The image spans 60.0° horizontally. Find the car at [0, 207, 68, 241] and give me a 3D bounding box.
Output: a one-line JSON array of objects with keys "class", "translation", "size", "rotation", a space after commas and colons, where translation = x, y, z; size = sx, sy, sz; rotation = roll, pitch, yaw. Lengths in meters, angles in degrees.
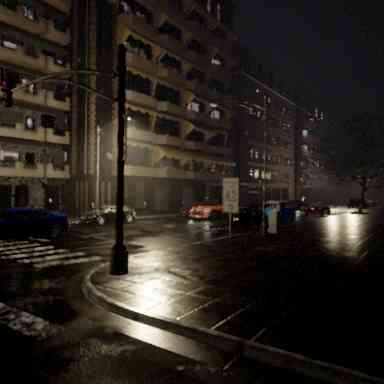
[{"class": "car", "translation": [-8.319, 1.505, 15.755], "size": [1.882, 1.535, 5.008], "rotation": [1, 0, 31]}]

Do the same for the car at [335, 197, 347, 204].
[{"class": "car", "translation": [36.636, 2.064, 81.825], "size": [1.967, 1.590, 4.097], "rotation": [1, 0, 36]}]

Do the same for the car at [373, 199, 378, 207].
[{"class": "car", "translation": [33.557, 2.088, 63.479], "size": [1.967, 1.590, 4.097], "rotation": [1, 0, 36]}]

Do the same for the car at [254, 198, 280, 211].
[{"class": "car", "translation": [10.430, 1.713, 46.148], "size": [1.967, 1.590, 4.097], "rotation": [1, 0, 36]}]

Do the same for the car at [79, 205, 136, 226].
[{"class": "car", "translation": [-5.950, 1.595, 23.851], "size": [2.008, 1.369, 4.403], "rotation": [1, 0, 36]}]

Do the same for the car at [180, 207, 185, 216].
[{"class": "car", "translation": [0.602, 1.681, 32.769], "size": [1.887, 1.381, 4.507], "rotation": [1, 0, 36]}]

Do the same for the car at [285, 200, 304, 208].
[{"class": "car", "translation": [16.980, 1.944, 55.068], "size": [1.802, 1.307, 4.206], "rotation": [1, 0, 36]}]

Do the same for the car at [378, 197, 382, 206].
[{"class": "car", "translation": [36.832, 2.236, 67.938], "size": [1.887, 1.381, 4.507], "rotation": [1, 0, 36]}]

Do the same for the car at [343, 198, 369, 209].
[{"class": "car", "translation": [27.007, 1.875, 54.560], "size": [2.192, 1.841, 5.009], "rotation": [1, 0, 36]}]

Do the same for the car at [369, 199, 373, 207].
[{"class": "car", "translation": [30.280, 2.186, 59.019], "size": [1.802, 1.307, 4.206], "rotation": [1, 0, 36]}]

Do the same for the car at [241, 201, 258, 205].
[{"class": "car", "translation": [7.153, 1.809, 41.689], "size": [1.802, 1.307, 4.206], "rotation": [1, 0, 36]}]

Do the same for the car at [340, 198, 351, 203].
[{"class": "car", "translation": [39.810, 2.191, 86.147], "size": [1.752, 1.417, 4.829], "rotation": [1, 0, 36]}]

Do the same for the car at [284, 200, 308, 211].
[{"class": "car", "translation": [15.077, 1.881, 47.948], "size": [1.812, 1.442, 4.674], "rotation": [1, 0, 37]}]

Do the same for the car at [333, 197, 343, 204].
[{"class": "car", "translation": [33.359, 2.147, 77.365], "size": [1.947, 1.339, 4.313], "rotation": [1, 0, 36]}]

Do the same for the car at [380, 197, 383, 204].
[{"class": "car", "translation": [40.107, 2.285, 72.398], "size": [2.008, 1.369, 4.403], "rotation": [1, 0, 36]}]

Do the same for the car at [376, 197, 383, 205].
[{"class": "car", "translation": [46.662, 2.135, 81.317], "size": [2.192, 1.841, 5.009], "rotation": [1, 0, 36]}]

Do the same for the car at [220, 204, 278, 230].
[{"class": "car", "translation": [4.074, 1.810, 23.343], "size": [1.947, 1.339, 4.313], "rotation": [1, 0, 36]}]

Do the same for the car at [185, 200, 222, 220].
[{"class": "car", "translation": [1.781, 1.523, 29.988], "size": [2.097, 1.767, 4.553], "rotation": [1, 0, 36]}]

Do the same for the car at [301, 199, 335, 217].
[{"class": "car", "translation": [13.903, 1.821, 36.722], "size": [1.967, 1.590, 4.097], "rotation": [1, 0, 36]}]

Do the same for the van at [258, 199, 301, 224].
[{"class": "van", "translation": [7.353, 1.631, 27.803], "size": [1.690, 1.788, 3.998], "rotation": [1, 0, 36]}]
